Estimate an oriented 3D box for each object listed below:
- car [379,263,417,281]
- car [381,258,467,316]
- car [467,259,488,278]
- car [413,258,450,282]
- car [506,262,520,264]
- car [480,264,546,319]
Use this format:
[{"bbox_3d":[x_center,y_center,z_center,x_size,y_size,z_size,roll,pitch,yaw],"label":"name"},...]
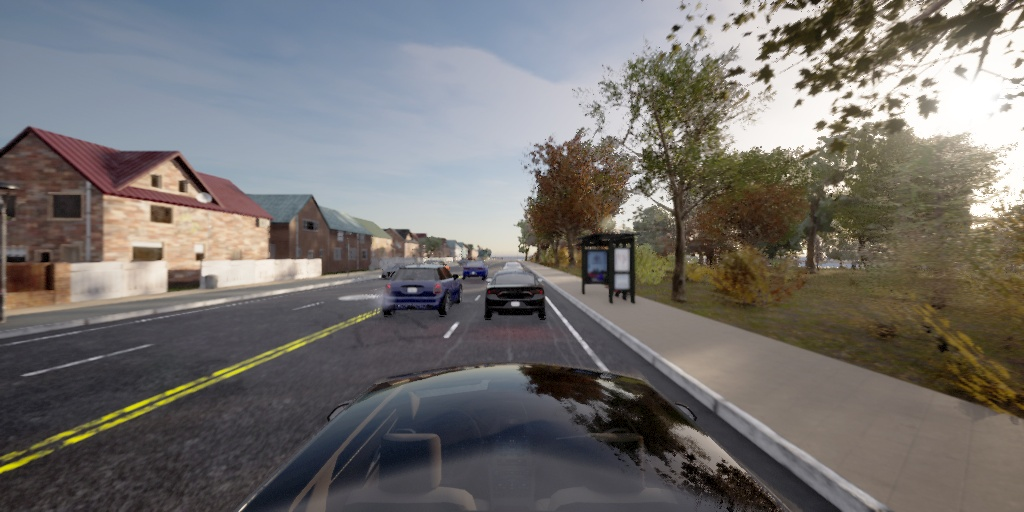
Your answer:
[{"bbox_3d":[-9.842,1.312,31.275,1.994,1.385,4.181,0,0,0],"label":"car"},{"bbox_3d":[-3.149,1.099,13.459,2.097,1.767,4.553,0,0,0],"label":"car"},{"bbox_3d":[-3.147,1.226,31.611,1.882,1.535,5.008,0,0,0],"label":"car"},{"bbox_3d":[-6.592,1.100,29.850,2.097,1.767,4.553,0,0,0],"label":"car"},{"bbox_3d":[0.093,1.274,31.033,1.812,1.442,4.674,0,0,0],"label":"car"},{"bbox_3d":[0.101,1.225,12.762,1.882,1.535,5.008,0,0,0],"label":"car"}]
